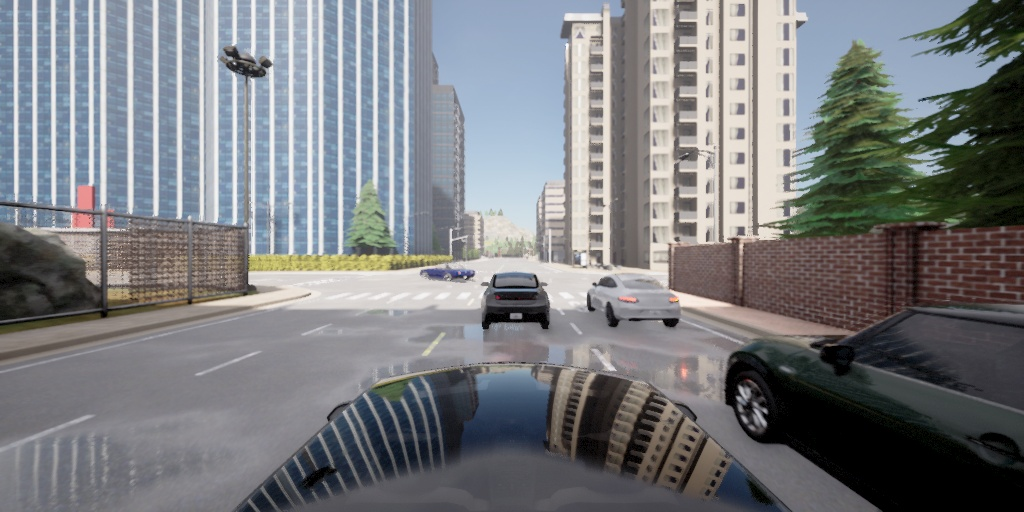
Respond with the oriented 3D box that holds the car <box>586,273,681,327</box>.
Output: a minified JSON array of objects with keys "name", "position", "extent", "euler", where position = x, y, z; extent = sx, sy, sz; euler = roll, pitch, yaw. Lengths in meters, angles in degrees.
[{"name":"car","position":[3.611,1.256,11.295],"extent":[1.812,1.442,4.674],"euler":[0,0,0]}]

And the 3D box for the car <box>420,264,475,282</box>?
[{"name":"car","position":[-5.117,1.259,27.859],"extent":[4.718,1.301,1.895],"euler":[0,0,42]}]

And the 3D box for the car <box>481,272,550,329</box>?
[{"name":"car","position":[0.080,1.234,11.184],"extent":[1.837,1.490,4.892],"euler":[0,0,-1]}]

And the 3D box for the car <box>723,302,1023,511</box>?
[{"name":"car","position":[3.596,1.100,2.468],"extent":[2.097,1.767,4.553],"euler":[0,0,0]}]
